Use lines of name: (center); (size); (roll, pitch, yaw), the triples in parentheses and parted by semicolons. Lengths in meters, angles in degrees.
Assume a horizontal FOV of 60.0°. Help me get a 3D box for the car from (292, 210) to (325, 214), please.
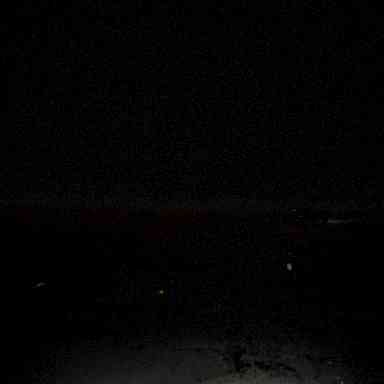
car: (9.687, 1.703, 27.295); (2.128, 1.511, 4.902); (1, -1, 36)
